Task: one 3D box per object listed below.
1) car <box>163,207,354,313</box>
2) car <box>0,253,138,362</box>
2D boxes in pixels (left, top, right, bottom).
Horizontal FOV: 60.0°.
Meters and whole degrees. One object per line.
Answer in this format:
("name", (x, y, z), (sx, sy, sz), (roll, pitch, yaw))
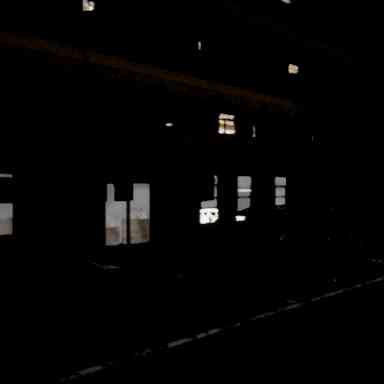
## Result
("car", (1.793, 1.307, 7.842), (5.009, 1.841, 2.192), (0, 0, -36))
("car", (-2.804, 1.582, 4.560), (4.206, 1.307, 1.802), (0, 0, -36))
